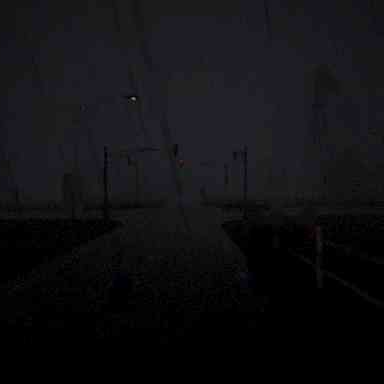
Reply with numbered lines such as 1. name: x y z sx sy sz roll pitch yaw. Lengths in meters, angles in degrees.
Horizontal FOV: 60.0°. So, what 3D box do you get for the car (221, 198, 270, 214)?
1. car: 5.574 1.396 34.493 5.008 1.535 1.882 -1 1 0
